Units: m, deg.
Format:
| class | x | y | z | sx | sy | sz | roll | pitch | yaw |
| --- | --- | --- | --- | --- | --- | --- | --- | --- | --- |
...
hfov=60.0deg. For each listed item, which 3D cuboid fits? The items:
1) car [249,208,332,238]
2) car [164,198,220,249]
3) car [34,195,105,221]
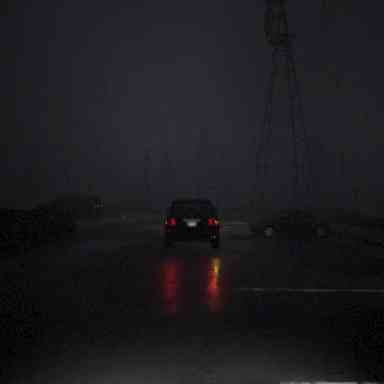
| class | x | y | z | sx | sy | sz | roll | pitch | yaw |
| --- | --- | --- | --- | --- | --- | --- | --- | --- | --- |
| car | 4.895 | 1.517 | 16.861 | 3.905 | 1.438 | 1.784 | 0 | 0 | 0 |
| car | 0.000 | 1.255 | 14.680 | 2.150 | 2.045 | 5.566 | 0 | 0 | 0 |
| car | -9.873 | 1.255 | 26.743 | 5.566 | 2.045 | 2.150 | 0 | 0 | 2 |
